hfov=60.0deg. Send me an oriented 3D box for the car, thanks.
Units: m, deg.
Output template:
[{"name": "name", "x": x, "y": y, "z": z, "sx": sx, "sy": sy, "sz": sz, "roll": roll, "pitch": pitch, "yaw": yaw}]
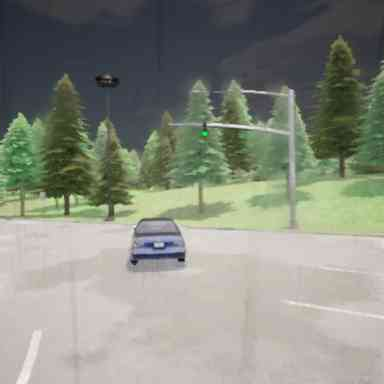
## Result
[{"name": "car", "x": -1.316, "y": 1.655, "z": 12.469, "sx": 2.033, "sy": 1.411, "sz": 5.357, "roll": -1, "pitch": 0, "yaw": -7}]
